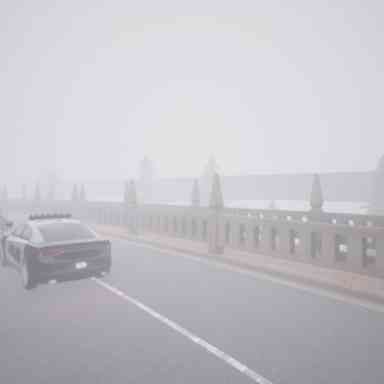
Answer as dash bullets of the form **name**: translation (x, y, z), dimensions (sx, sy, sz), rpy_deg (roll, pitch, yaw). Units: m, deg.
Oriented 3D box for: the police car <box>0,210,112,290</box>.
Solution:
- **police car**: translation (-4.066, 1.429, 9.445), dimensions (1.930, 1.638, 5.238), rpy_deg (0, 0, -38)
